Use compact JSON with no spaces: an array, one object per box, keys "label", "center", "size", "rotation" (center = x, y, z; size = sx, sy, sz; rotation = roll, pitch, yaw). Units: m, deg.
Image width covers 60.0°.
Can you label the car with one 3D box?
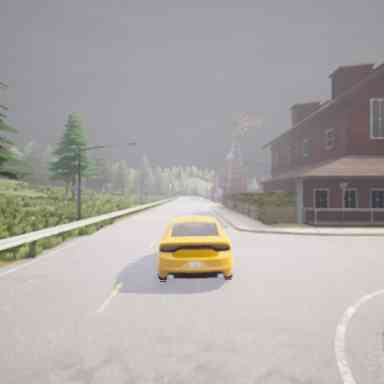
[{"label":"car","center":[0.076,1.465,9.967],"size":[1.882,1.535,5.008],"rotation":[-1,0,0]}]
